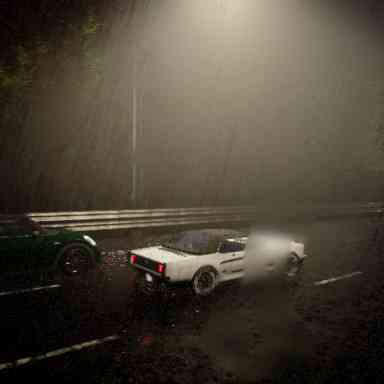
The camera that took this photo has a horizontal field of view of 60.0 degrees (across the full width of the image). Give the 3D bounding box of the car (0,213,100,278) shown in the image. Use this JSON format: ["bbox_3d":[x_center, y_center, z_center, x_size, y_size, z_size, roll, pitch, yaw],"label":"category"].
[{"bbox_3d":[-4.844,1.355,8.889,4.553,1.767,2.097,0,0,-35],"label":"car"}]

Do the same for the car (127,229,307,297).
[{"bbox_3d":[0.859,1.618,8.657,4.718,1.301,1.895,0,0,-35],"label":"car"}]
